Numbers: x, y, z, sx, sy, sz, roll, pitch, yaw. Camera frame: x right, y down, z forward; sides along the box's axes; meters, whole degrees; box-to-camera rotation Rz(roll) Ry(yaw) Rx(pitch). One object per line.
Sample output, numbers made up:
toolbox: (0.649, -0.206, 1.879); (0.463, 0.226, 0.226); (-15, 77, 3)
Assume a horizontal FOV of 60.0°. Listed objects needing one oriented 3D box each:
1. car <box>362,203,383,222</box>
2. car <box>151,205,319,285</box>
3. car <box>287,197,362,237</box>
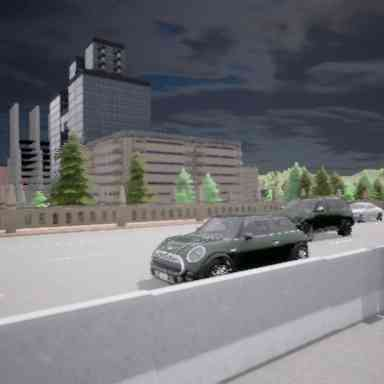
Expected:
car: (13.581, 1.611, 26.781); (4.674, 1.442, 1.812); (0, 0, -36)
car: (1.146, 1.388, 9.139); (4.553, 1.767, 2.097); (0, 0, -36)
car: (6.079, 1.281, 17.036); (5.566, 2.045, 2.150); (0, 0, -36)
